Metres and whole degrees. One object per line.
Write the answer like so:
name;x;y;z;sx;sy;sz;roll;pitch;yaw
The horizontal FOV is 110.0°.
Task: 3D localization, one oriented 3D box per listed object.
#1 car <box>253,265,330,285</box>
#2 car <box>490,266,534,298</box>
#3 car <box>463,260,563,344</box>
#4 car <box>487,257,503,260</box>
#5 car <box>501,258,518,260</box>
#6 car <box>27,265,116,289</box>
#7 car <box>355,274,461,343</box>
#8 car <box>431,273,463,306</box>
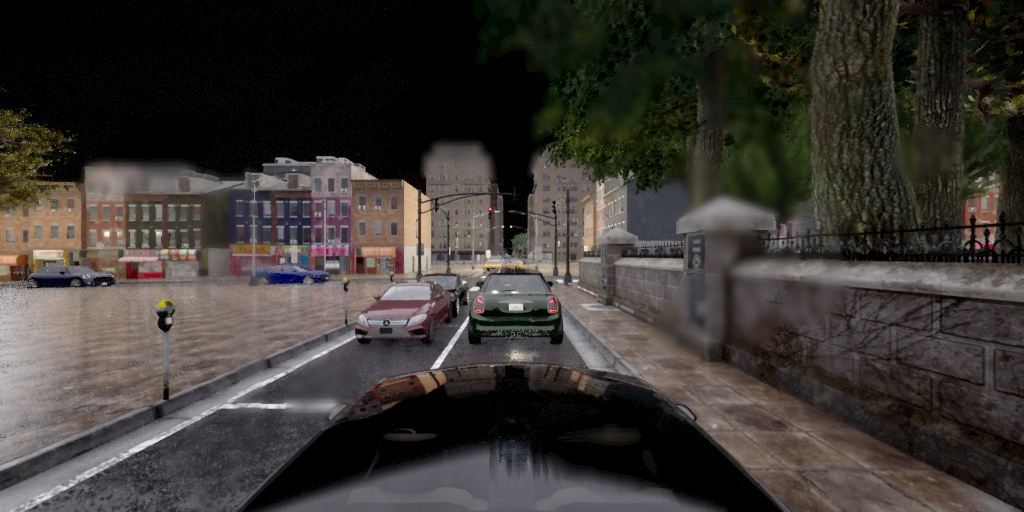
car;-16.009;1.383;26.156;5.008;1.535;1.882;-1;0;0
car;-0.143;1.312;19.158;1.994;1.385;4.181;0;0;-5
car;0.074;1.101;9.714;2.097;1.767;4.553;0;0;0
car;-2.275;1.216;41.529;1.882;1.535;5.008;0;0;1
car;0.348;1.216;35.847;1.882;1.535;5.008;1;0;6
car;-31.941;1.484;26.110;4.553;1.767;2.097;-1;0;0
car;-2.638;1.331;9.600;1.802;1.307;4.207;0;0;0
car;-2.638;1.314;13.262;1.948;1.339;4.313;0;0;0
